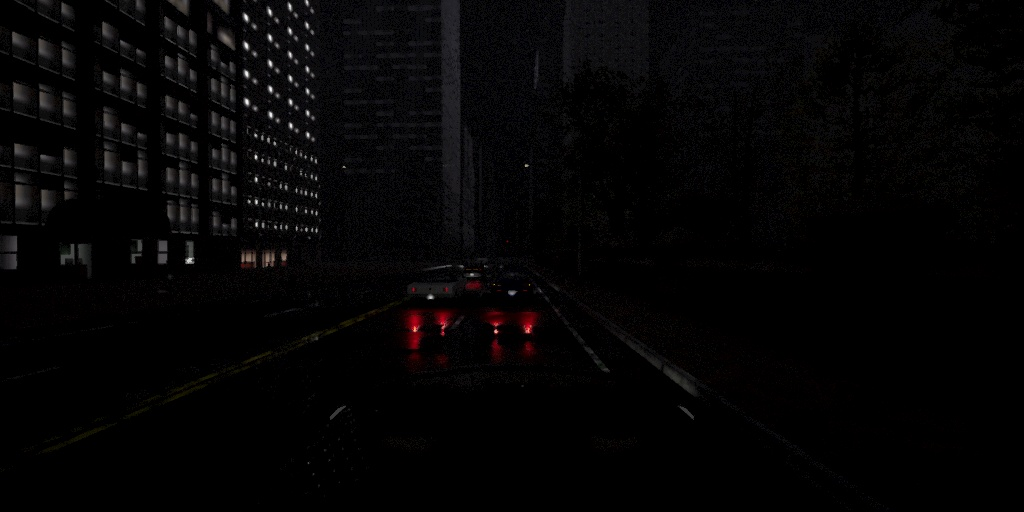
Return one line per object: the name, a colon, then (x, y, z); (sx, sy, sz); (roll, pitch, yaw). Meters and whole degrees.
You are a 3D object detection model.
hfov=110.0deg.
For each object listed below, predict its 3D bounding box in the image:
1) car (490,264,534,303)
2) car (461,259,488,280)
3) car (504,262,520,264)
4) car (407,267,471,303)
car: (0.000, 1.279, 16.502); (1.812, 1.442, 4.674); (0, 0, 0)
car: (-3.250, 1.262, 31.503); (1.837, 1.490, 4.892); (0, 0, 0)
car: (0.000, 1.262, 31.503); (1.837, 1.490, 4.892); (0, 0, 0)
car: (-3.250, 1.363, 16.532); (1.895, 1.301, 4.718); (0, 0, 0)
